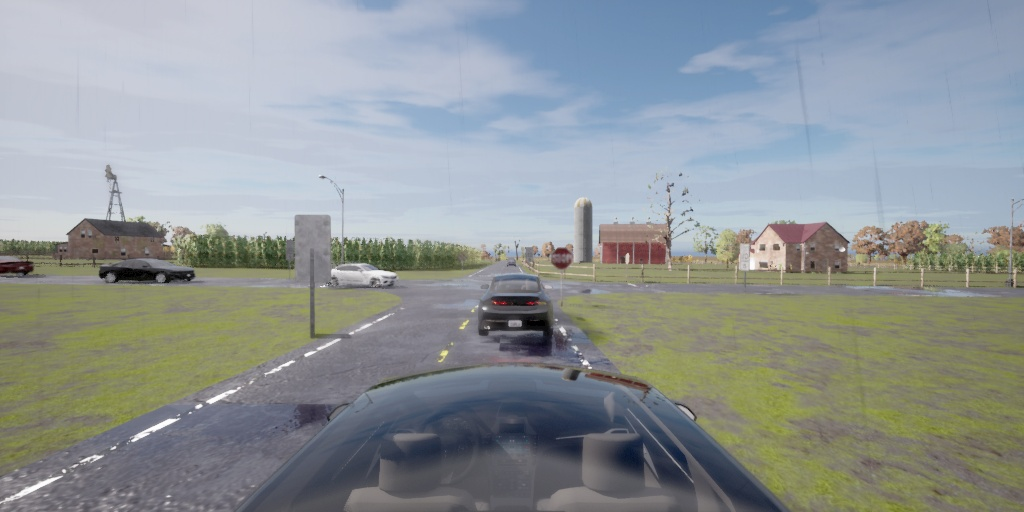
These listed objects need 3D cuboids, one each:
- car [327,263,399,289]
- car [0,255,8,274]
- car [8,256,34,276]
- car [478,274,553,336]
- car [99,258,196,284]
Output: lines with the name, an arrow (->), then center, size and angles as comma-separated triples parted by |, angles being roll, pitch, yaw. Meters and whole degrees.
car -> -9.353, 1.189, 22.192 | 4.674, 1.442, 1.812 | 1, 0, 11
car -> -36.331, 0.801, 22.802 | 5.357, 1.411, 2.033 | 1, 1, 0
car -> -37.688, 0.679, 25.741 | 5.008, 1.535, 1.882 | 1, 1, 0
car -> 0.130, 1.255, 10.379 | 1.837, 1.490, 4.892 | 0, 0, 1
car -> -23.137, 0.930, 22.875 | 5.008, 1.535, 1.882 | 1, 1, 0
